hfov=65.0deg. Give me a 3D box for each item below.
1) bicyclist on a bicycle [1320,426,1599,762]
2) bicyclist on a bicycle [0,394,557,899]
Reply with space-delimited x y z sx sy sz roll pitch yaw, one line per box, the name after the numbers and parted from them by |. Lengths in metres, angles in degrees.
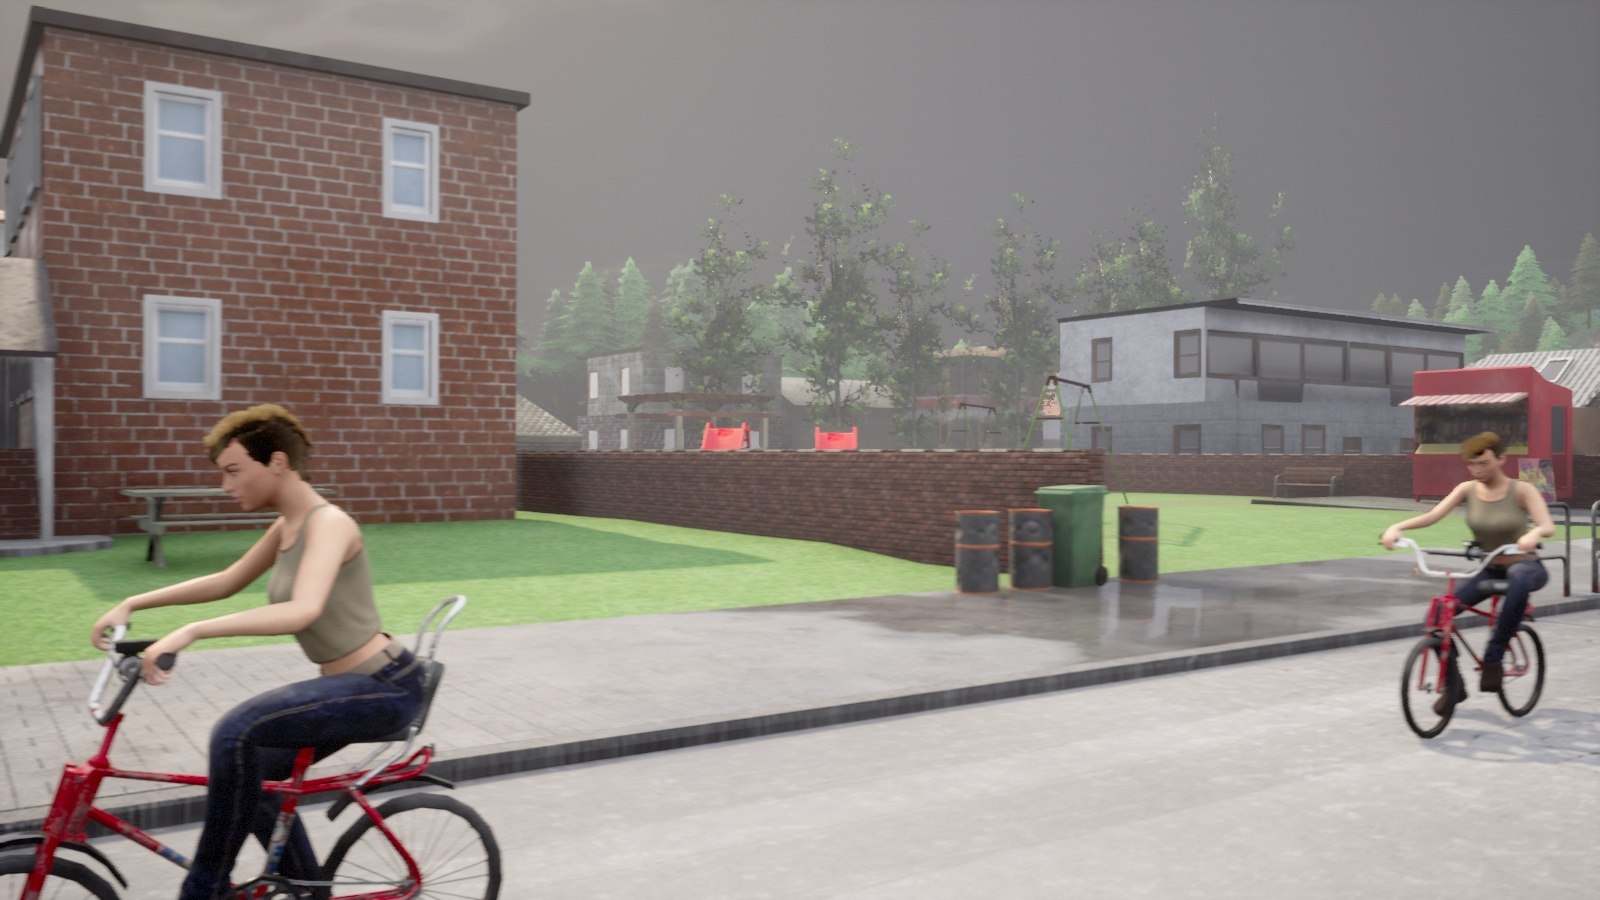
3.657 0.690 6.815 1.509 1.612 0.866 0 0 -35 | bicyclist on a bicycle
-1.505 0.692 3.218 1.509 1.612 0.866 0 0 -35 | bicyclist on a bicycle
